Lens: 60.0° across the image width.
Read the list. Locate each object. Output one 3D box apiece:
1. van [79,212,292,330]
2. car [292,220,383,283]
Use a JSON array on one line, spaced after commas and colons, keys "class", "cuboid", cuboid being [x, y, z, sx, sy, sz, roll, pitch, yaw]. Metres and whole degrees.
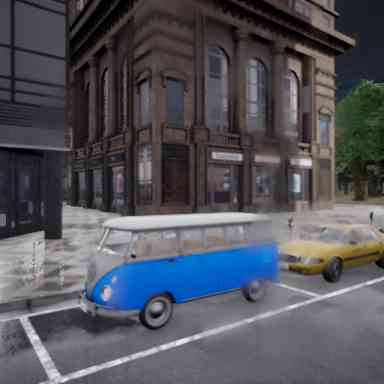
[{"class": "van", "cuboid": [-0.047, 1.338, 6.614, 3.998, 1.788, 1.690, 0, 0, -35]}, {"class": "car", "cuboid": [4.244, 1.519, 9.670, 4.829, 1.417, 1.752, 0, 0, -35]}]
